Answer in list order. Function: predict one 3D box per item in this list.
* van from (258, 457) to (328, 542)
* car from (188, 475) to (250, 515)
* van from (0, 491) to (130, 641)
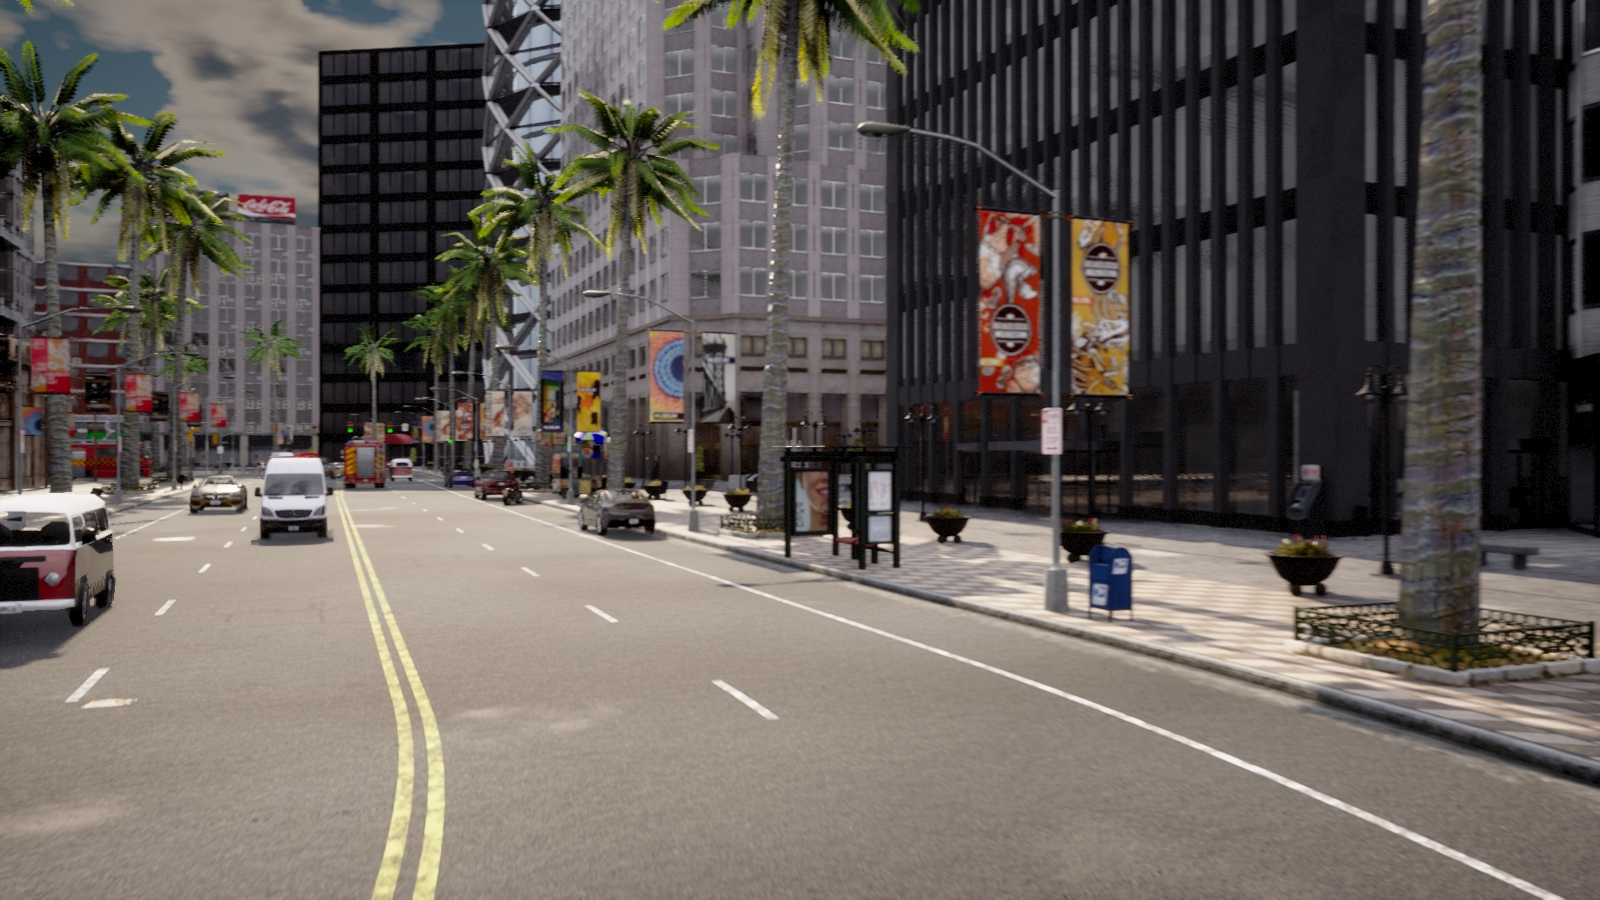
[{"bbox_3d":[-16.791,1.545,38.027,1.988,2.561,5.915,0,0,-23],"label":"van"},{"bbox_3d":[-26.508,2.009,52.242,2.152,1.651,5.027,0,0,-23],"label":"car"},{"bbox_3d":[-12.602,1.791,18.893,2.069,2.038,4.480,0,0,-23],"label":"van"}]
